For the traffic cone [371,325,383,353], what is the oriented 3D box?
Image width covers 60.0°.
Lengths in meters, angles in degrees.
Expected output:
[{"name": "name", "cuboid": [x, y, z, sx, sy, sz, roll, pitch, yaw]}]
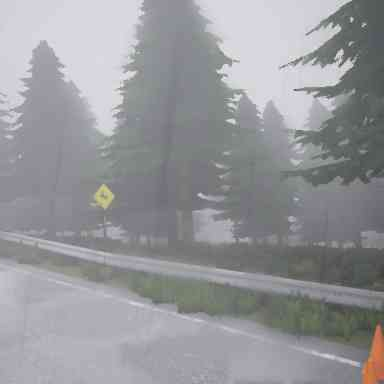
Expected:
[{"name": "traffic cone", "cuboid": [2.321, 1.956, 4.130, 0.340, 0.580, 0.340, 0, 0, 34]}]

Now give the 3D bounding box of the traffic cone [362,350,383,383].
[{"name": "traffic cone", "cuboid": [1.773, 1.956, 3.297, 0.340, 0.580, 0.340, 0, 0, 34]}]
